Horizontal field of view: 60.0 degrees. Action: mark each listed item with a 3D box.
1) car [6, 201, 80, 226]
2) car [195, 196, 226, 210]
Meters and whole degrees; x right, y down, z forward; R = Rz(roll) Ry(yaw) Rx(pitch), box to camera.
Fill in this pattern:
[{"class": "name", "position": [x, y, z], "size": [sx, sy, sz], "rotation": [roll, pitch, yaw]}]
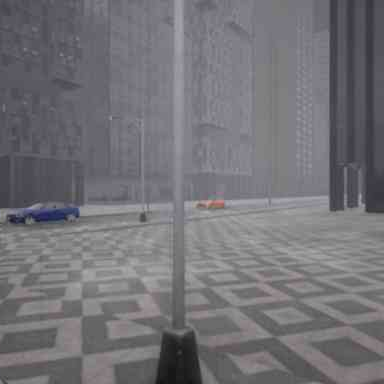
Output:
[{"class": "car", "position": [-10.420, 1.448, 23.595], "size": [1.882, 1.535, 5.008], "rotation": [0, 0, 36]}, {"class": "car", "position": [2.360, 1.295, 41.059], "size": [2.097, 1.767, 4.553], "rotation": [0, 0, 36]}]
